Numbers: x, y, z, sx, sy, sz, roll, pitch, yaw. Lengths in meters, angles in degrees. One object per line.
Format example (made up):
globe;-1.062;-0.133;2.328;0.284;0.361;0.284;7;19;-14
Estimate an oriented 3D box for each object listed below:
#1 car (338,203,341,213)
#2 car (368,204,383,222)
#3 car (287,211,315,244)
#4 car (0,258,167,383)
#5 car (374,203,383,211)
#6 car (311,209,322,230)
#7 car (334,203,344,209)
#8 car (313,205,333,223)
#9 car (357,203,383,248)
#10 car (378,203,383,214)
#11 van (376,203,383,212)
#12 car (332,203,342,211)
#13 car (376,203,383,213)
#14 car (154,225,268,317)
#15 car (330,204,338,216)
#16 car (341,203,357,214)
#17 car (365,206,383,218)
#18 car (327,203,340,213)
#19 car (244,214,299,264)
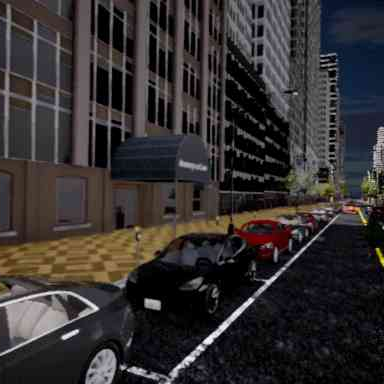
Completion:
car;22.672;2.811;53.860;1.802;1.307;4.206;0;-1;26
car;20.585;2.306;36.497;2.097;1.767;4.553;1;-1;26
car;5.240;1.911;18.108;2.008;1.369;4.403;0;-1;26
car;-2.231;1.538;2.786;2.008;1.369;4.403;0;-1;26
car;42.657;3.412;75.725;1.967;1.590;4.097;0;-1;26
car;7.730;2.066;23.215;1.802;1.307;4.206;0;-1;26
car;35.124;3.413;79.398;1.947;1.339;4.313;0;-1;26
car;12.711;2.283;33.431;2.008;1.369;4.403;0;-1;26
car;10.399;1.671;16.003;5.566;2.045;2.150;1;-1;-40
car;35.188;2.917;60.405;2.192;1.841;5.009;0;-1;26
van;40.168;3.190;70.619;1.690;1.788;3.998;0;-1;26
car;30.070;3.122;69.031;1.752;1.417;4.829;0;-1;26
car;37.678;3.040;65.513;2.192;1.841;5.009;0;-1;26
car;0.259;1.677;7.893;1.947;1.339;4.313;0;-1;26
car;17.692;2.531;43.645;2.008;1.369;4.403;0;-1;26
car;25.884;2.660;54.280;2.097;1.767;4.553;1;-1;26
car;25.691;2.773;47.052;1.994;1.385;4.181;1;-1;26
car;25.165;2.793;58.970;1.967;1.590;4.097;0;-1;26
car;2.750;1.780;13.001;1.887;1.381;4.507;0;-1;26
